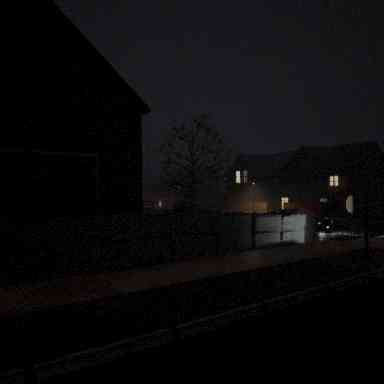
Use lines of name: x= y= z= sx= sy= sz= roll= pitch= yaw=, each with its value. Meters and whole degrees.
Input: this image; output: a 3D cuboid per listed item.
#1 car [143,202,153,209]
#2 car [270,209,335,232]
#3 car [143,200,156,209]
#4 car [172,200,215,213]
car: x=-7.488 y=2.403 z=43.431 sx=1.882 sy=1.535 sz=5.008 roll=-1 pitch=-1 yaw=-35
car: x=6.967 y=1.881 z=23.031 sx=2.033 sy=1.411 sz=5.357 roll=-1 pitch=-1 yaw=-36
car: x=-7.291 y=2.192 z=48.099 sx=2.150 sy=2.045 sz=5.566 roll=-1 pitch=-1 yaw=-35
car: x=0.085 y=1.838 z=32.716 sx=2.150 sy=2.045 sz=5.566 roll=-1 pitch=-1 yaw=-36
